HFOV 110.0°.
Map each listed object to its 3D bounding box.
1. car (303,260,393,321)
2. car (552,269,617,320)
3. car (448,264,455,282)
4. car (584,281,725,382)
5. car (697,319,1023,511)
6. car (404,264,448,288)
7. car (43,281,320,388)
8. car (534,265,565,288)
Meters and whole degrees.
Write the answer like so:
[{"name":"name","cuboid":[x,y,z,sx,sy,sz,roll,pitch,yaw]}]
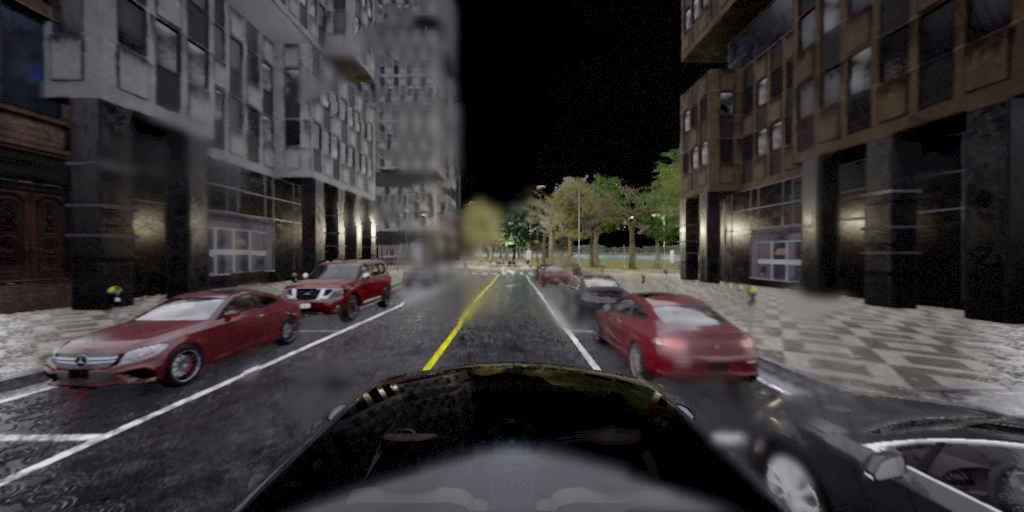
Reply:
[{"name":"car","cuboid":[-5.766,1.069,12.532,2.192,1.841,5.009,0,0,0]},{"name":"car","cuboid":[2.759,1.305,12.504,2.007,1.370,4.403,0,0,0]},{"name":"car","cuboid":[-5.770,1.340,29.539,2.007,1.370,4.403,0,0,0]},{"name":"car","cuboid":[2.760,1.333,6.836,1.802,1.307,4.207,0,0,0]},{"name":"car","cuboid":[2.761,1.301,1.168,2.007,1.370,4.403,0,0,0]},{"name":"car","cuboid":[-5.769,1.341,23.871,1.948,1.339,4.313,0,0,0]},{"name":"car","cuboid":[-5.765,1.333,6.864,1.802,1.307,4.207,0,0,0]},{"name":"car","cuboid":[2.756,1.320,23.842,1.888,1.381,4.507,0,0,0]}]
